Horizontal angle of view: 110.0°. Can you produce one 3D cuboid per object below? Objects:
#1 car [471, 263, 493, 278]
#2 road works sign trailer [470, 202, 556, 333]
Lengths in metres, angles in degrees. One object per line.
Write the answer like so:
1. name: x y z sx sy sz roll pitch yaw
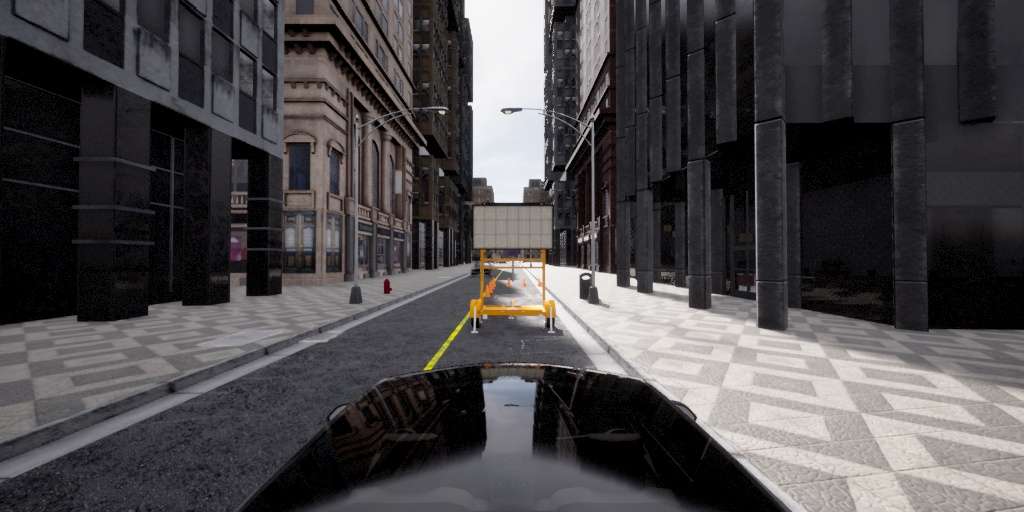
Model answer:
1. car: -2.893 1.375 34.873 1.895 1.301 4.718 0 0 0
2. road works sign trailer: 0.029 0.217 10.712 2.380 3.560 2.880 0 0 0
